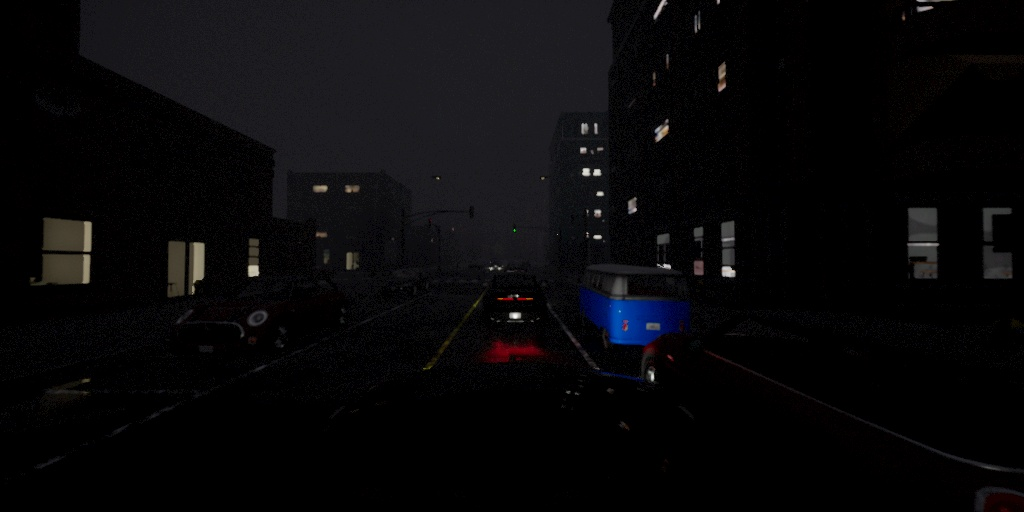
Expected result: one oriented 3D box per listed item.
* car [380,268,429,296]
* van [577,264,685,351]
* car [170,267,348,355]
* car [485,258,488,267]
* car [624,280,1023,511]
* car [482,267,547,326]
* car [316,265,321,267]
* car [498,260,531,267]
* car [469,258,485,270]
[{"bbox_3d":[-5.730,1.347,19.483,2.007,1.370,4.403,0,0,0],"label":"car"},{"bbox_3d":[2.677,1.109,8.681,1.690,1.789,3.998,0,0,0],"label":"van"},{"bbox_3d":[-5.704,1.208,8.669,1.967,1.591,4.097,0,0,0],"label":"car"},{"bbox_3d":[-5.833,1.453,63.120,1.888,1.381,4.507,0,0,0],"label":"car"},{"bbox_3d":[2.690,1.194,3.274,1.967,1.591,4.097,0,0,0],"label":"car"},{"bbox_3d":[0.078,1.283,11.749,1.837,1.490,4.892,0,0,0],"label":"car"},{"bbox_3d":[-19.370,1.450,34.698,4.507,1.381,1.888,0,0,0],"label":"car"},{"bbox_3d":[0.391,1.311,28.265,2.128,1.511,4.902,0,0,4],"label":"car"},{"bbox_3d":[-5.896,1.439,57.439,1.888,1.381,4.507,0,0,0],"label":"car"}]
